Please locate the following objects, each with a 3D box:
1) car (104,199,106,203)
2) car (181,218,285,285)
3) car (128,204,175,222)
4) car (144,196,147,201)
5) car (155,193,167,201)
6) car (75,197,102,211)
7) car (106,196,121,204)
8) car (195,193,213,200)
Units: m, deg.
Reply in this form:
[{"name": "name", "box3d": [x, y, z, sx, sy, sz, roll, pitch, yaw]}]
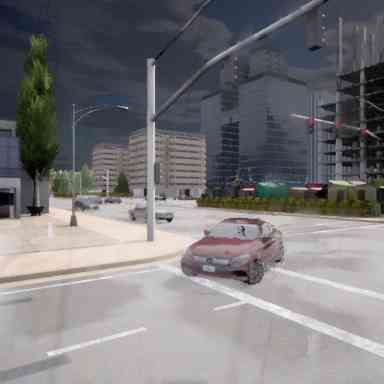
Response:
[{"name": "car", "box3d": [-18.284, 1.564, 62.222, 1.994, 1.385, 4.181, 0, 0, -33]}, {"name": "car", "box3d": [1.484, 1.526, 9.823, 1.812, 1.442, 4.674, 1, 1, 28]}, {"name": "car", "box3d": [-3.156, 1.601, 25.258, 1.895, 1.301, 4.718, 0, 0, -33]}, {"name": "car", "box3d": [-9.371, 1.153, 81.068, 4.605, 1.855, 1.932, 0, 0, -34]}, {"name": "car", "box3d": [-7.793, 1.156, 78.641, 3.866, 1.878, 1.905, 0, 0, -34]}, {"name": "car", "box3d": [-12.751, 1.492, 40.261, 2.128, 1.511, 4.902, 0, 0, -33]}, {"name": "car", "box3d": [-15.326, 1.547, 64.118, 2.033, 1.411, 5.357, 0, 0, -34]}, {"name": "car", "box3d": [3.242, 1.156, 62.414, 3.866, 1.878, 1.905, 0, 0, -34]}]
